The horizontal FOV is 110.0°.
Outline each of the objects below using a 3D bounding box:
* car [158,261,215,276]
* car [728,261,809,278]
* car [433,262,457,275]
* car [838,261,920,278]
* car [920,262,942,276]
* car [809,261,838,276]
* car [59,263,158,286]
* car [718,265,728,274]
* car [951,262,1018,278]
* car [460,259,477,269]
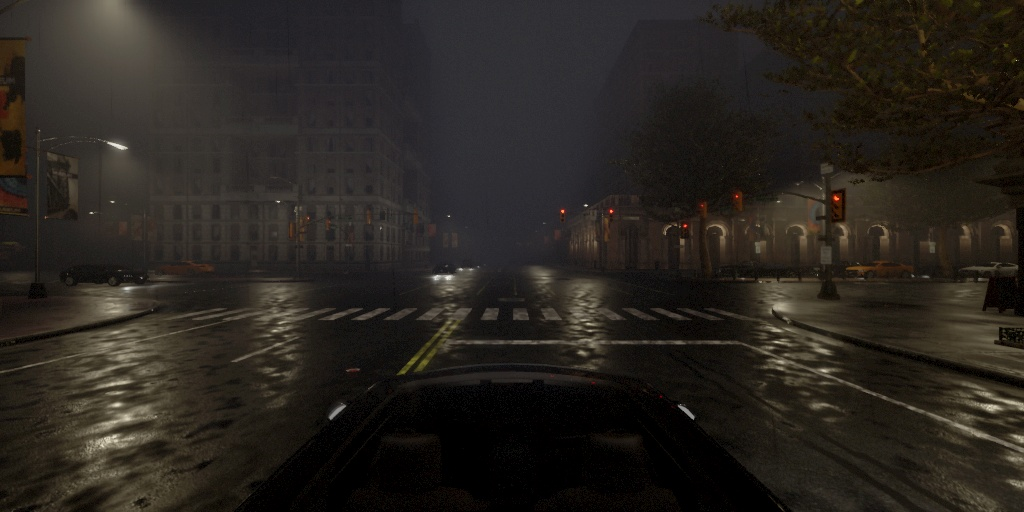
[{"bbox_3d":[-32.927,1.227,36.119,5.008,1.535,1.882,0,0,0],"label":"car"},{"bbox_3d":[23.088,1.297,32.400,5.357,1.411,2.033,0,0,0],"label":"car"},{"bbox_3d":[-7.156,1.314,38.454,1.994,1.385,4.181,0,0,0],"label":"car"},{"bbox_3d":[33.053,1.228,32.357,5.008,1.535,1.882,0,0,0],"label":"car"},{"bbox_3d":[42.935,1.314,35.805,4.181,1.385,1.994,0,0,0],"label":"car"},{"bbox_3d":[32.886,1.241,35.861,4.902,1.511,2.128,0,0,0],"label":"car"},{"bbox_3d":[-27.647,1.255,24.418,4.892,1.490,1.837,0,0,0],"label":"car"},{"bbox_3d":[23.288,1.241,35.900,4.902,1.511,2.128,0,0,0],"label":"car"},{"bbox_3d":[43.279,1.276,32.304,4.674,1.442,1.812,0,0,1],"label":"car"},{"bbox_3d":[-7.173,1.251,57.986,1.837,1.490,4.892,0,1,0],"label":"car"}]
